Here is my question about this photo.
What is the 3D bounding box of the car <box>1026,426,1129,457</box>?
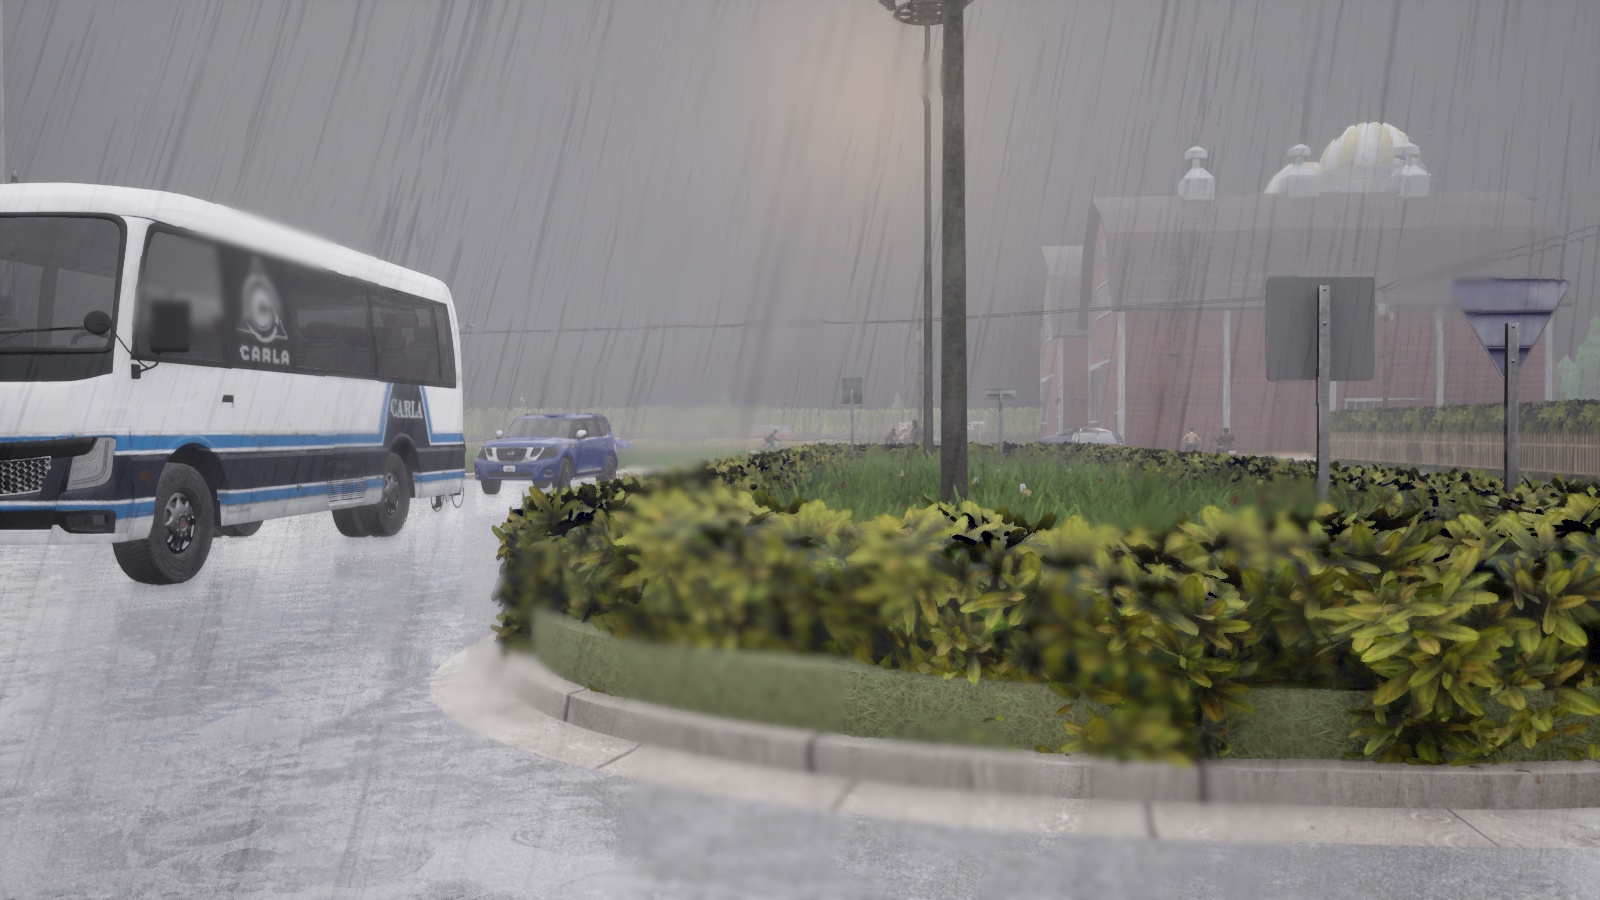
[{"bbox_3d":[15.111,-0.494,68.445,5.027,1.651,2.152,1,1,38],"label":"car"}]

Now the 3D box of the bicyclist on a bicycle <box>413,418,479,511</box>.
[{"bbox_3d":[-6.991,0.272,24.884,0.659,1.776,1.843,0,1,5],"label":"bicyclist on a bicycle"}]

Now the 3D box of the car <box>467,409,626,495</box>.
[{"bbox_3d":[-6.433,-0.002,32.691,2.150,2.045,5.566,0,1,10],"label":"car"}]

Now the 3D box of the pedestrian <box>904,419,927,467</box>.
[{"bbox_3d":[4.415,-0.272,48.100,0.694,1.848,0.540,0,1,-26],"label":"pedestrian"}]

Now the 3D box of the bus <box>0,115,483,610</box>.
[{"bbox_3d":[-7.655,-0.836,16.062,3.944,4.253,10.273,0,1,4],"label":"bus"}]

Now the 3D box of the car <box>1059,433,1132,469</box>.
[{"bbox_3d":[12.620,0.010,53.938,2.163,1.488,4.792,0,1,2],"label":"car"}]

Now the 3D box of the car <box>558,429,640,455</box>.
[{"bbox_3d":[-12.056,-0.478,75.374,4.514,1.525,2.007,0,1,5],"label":"car"}]
